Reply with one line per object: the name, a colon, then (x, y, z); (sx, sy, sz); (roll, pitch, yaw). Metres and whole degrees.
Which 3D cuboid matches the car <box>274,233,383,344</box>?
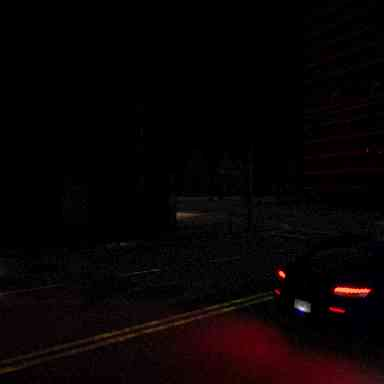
car: (3.521, 1.526, 6.282); (4.674, 1.442, 1.812); (0, 0, -35)
